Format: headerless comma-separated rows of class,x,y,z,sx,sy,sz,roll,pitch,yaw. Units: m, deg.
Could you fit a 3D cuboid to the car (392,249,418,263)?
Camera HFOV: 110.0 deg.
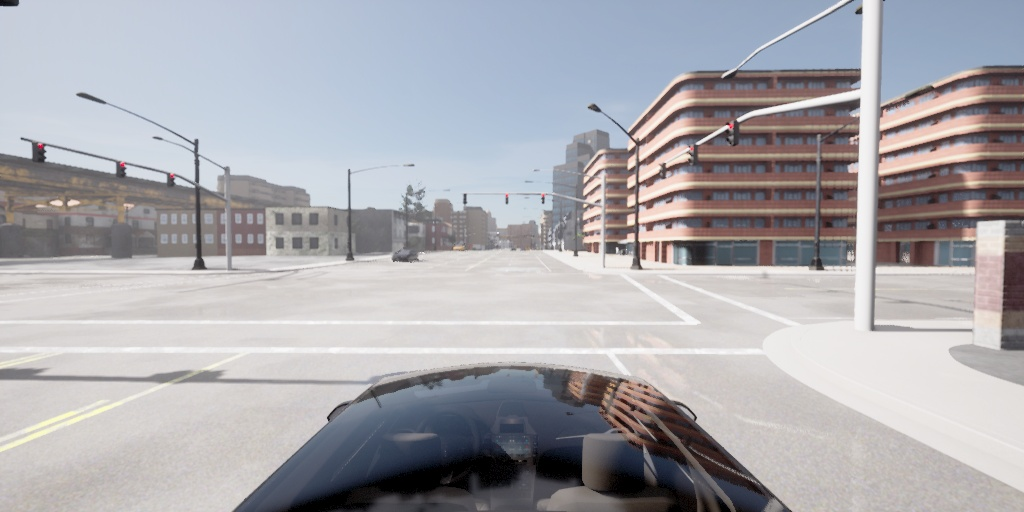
car,-12.342,-0.025,41.622,1.882,1.535,5.008,0,3,2
